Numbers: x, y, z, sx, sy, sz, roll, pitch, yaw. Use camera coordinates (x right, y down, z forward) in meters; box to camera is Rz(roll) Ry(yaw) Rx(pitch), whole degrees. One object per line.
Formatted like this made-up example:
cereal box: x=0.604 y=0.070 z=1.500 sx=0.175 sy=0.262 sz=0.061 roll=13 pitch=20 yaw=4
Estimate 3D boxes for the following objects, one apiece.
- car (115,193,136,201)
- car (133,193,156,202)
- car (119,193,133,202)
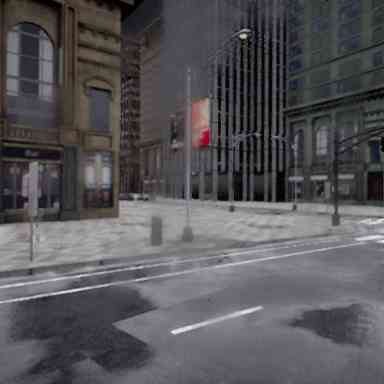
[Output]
car: x=-13.013 y=0.885 z=65.151 sx=2.033 sy=1.411 sz=5.357 roll=1 pitch=0 yaw=-35
car: x=-8.009 y=0.976 z=58.191 sx=1.812 sy=1.442 sz=4.674 roll=1 pitch=0 yaw=-35
car: x=-12.070 y=0.938 z=58.661 sx=2.033 sy=1.411 sz=5.357 roll=1 pitch=0 yaw=-35
